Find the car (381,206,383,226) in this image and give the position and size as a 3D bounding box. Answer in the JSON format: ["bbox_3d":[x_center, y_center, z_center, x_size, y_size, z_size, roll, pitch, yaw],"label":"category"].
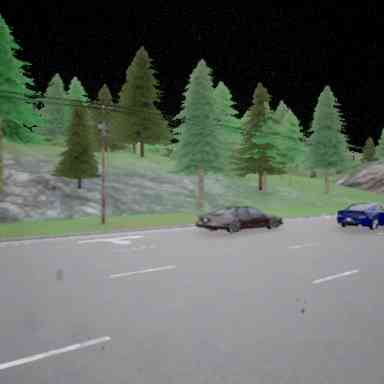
[{"bbox_3d":[11.310,1.474,16.116,4.181,1.385,1.994,0,0,-36],"label":"car"}]

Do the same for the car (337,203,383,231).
[{"bbox_3d":[10.792,1.379,20.048,5.008,1.535,1.882,0,0,-36],"label":"car"}]

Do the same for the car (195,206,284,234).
[{"bbox_3d":[2.763,1.485,18.692,5.357,1.411,2.033,0,0,-35],"label":"car"}]
